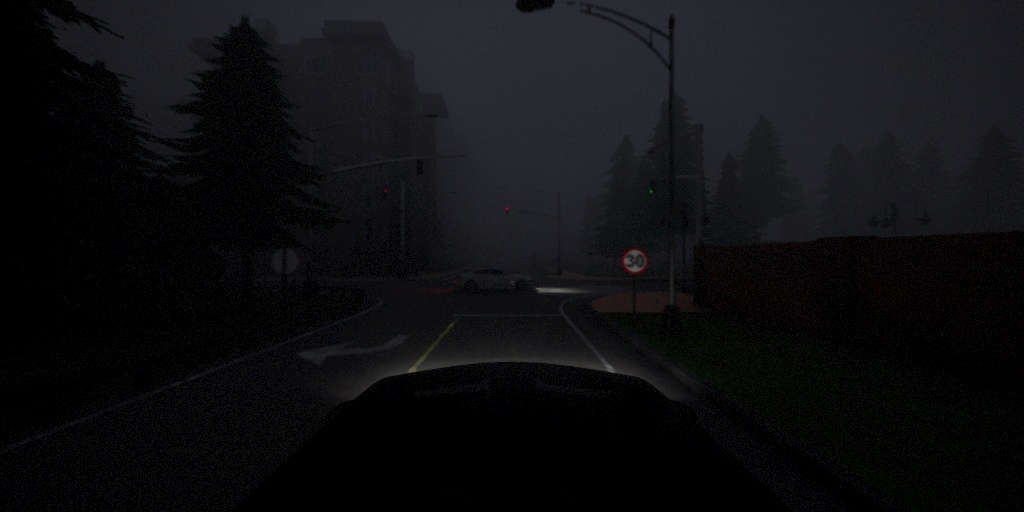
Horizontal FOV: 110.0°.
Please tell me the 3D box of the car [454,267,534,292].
[{"bbox_3d":[-1.048,1.340,21.037,4.674,1.442,1.812,0,0,-2],"label":"car"}]
